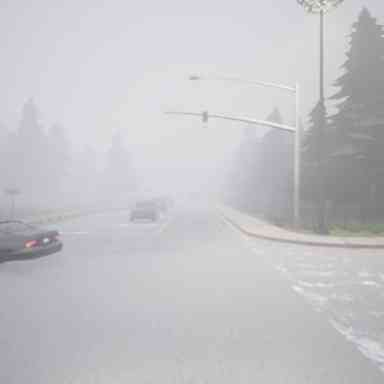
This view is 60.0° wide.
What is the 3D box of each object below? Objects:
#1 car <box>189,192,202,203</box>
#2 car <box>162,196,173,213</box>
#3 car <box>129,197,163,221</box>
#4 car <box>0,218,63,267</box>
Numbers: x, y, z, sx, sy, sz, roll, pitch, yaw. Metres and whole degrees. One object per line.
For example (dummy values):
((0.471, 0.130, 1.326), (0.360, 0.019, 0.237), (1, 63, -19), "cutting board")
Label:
((0.657, 0.945, 63.490), (2.150, 2.045, 5.566), (0, 0, 2), "car")
((-3.563, 1.338, 35.408), (2.128, 1.511, 4.902), (0, 0, 0), "car")
((-3.591, 1.393, 25.757), (1.837, 1.490, 4.892), (0, 0, 0), "car")
((-6.923, 1.518, 10.593), (5.357, 1.411, 2.033), (0, 0, 10), "car")
